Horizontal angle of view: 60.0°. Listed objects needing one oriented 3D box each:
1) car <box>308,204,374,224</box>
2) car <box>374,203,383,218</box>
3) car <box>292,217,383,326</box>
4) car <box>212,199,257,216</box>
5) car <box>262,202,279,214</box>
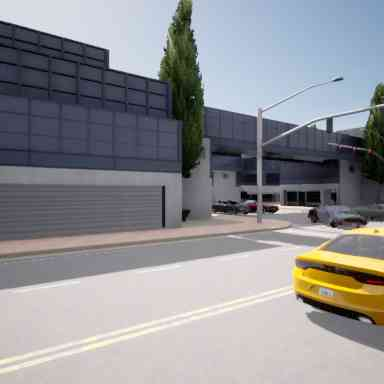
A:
[{"bbox_3d":[9.542,1.547,22.305,2.033,1.411,5.357,0,0,-1],"label":"car"},{"bbox_3d":[14.223,1.564,25.259,1.994,1.385,4.181,0,0,-38],"label":"car"},{"bbox_3d":[4.187,1.478,6.829,5.008,1.535,1.882,0,0,-36],"label":"car"},{"bbox_3d":[3.736,1.505,33.236,1.837,1.490,4.892,0,0,-37],"label":"car"},{"bbox_3d":[6.819,1.601,34.958,1.895,1.301,4.718,0,0,-37],"label":"car"}]
